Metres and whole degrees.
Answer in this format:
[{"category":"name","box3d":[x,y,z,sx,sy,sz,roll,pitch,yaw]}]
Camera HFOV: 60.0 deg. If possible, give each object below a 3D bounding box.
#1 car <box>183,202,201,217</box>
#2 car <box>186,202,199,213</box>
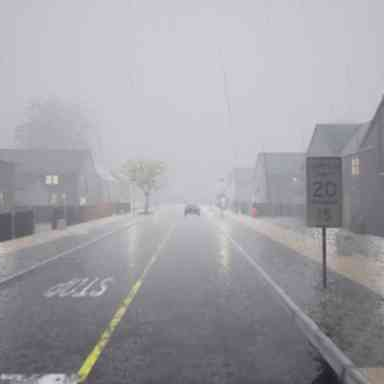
[{"category":"car","box3d":[0.004,2.108,39.665,2.128,1.511,4.902,0,-1,0]},{"category":"car","box3d":[0.010,2.300,50.552,1.882,1.535,5.008,0,-1,0]}]
